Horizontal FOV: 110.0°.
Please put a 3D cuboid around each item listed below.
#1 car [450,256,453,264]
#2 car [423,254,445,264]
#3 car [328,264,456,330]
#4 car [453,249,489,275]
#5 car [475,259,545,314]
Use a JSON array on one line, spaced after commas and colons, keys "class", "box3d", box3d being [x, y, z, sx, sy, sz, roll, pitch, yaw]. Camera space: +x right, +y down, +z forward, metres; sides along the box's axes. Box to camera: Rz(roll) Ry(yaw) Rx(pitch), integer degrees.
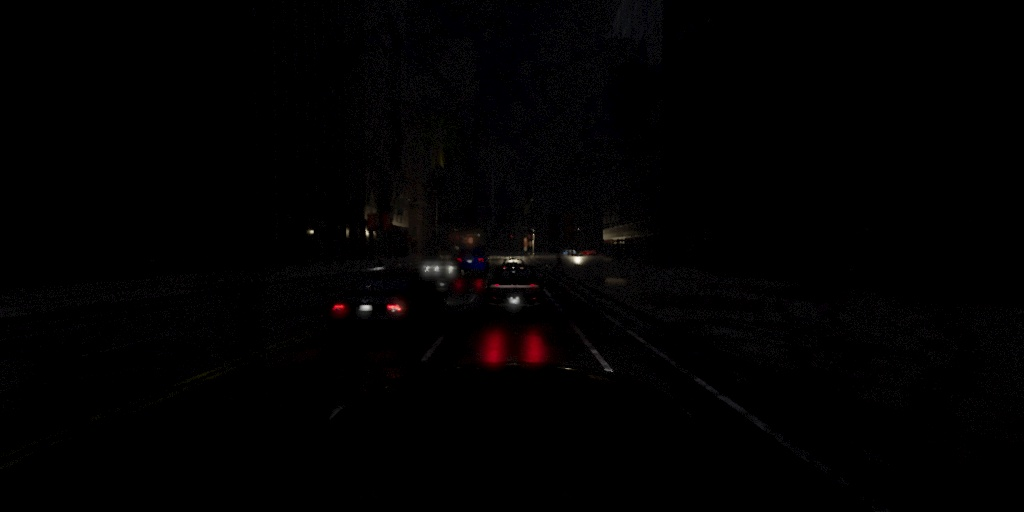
[{"class": "car", "box3d": [-6.511, 0.416, 44.672, 1.882, 1.535, 5.008, 0, 1, 0]}, {"class": "car", "box3d": [-9.756, 0.493, 45.148, 1.994, 1.385, 4.181, 0, 1, 0]}, {"class": "car", "box3d": [-3.168, 1.133, 10.325, 2.033, 1.411, 5.357, 0, 1, 0]}, {"class": "car", "box3d": [-3.112, 0.449, 29.252, 2.150, 2.045, 5.566, 0, 1, 0]}, {"class": "car", "box3d": [0.097, 1.035, 12.664, 2.128, 1.511, 4.902, 0, 1, 0]}]
